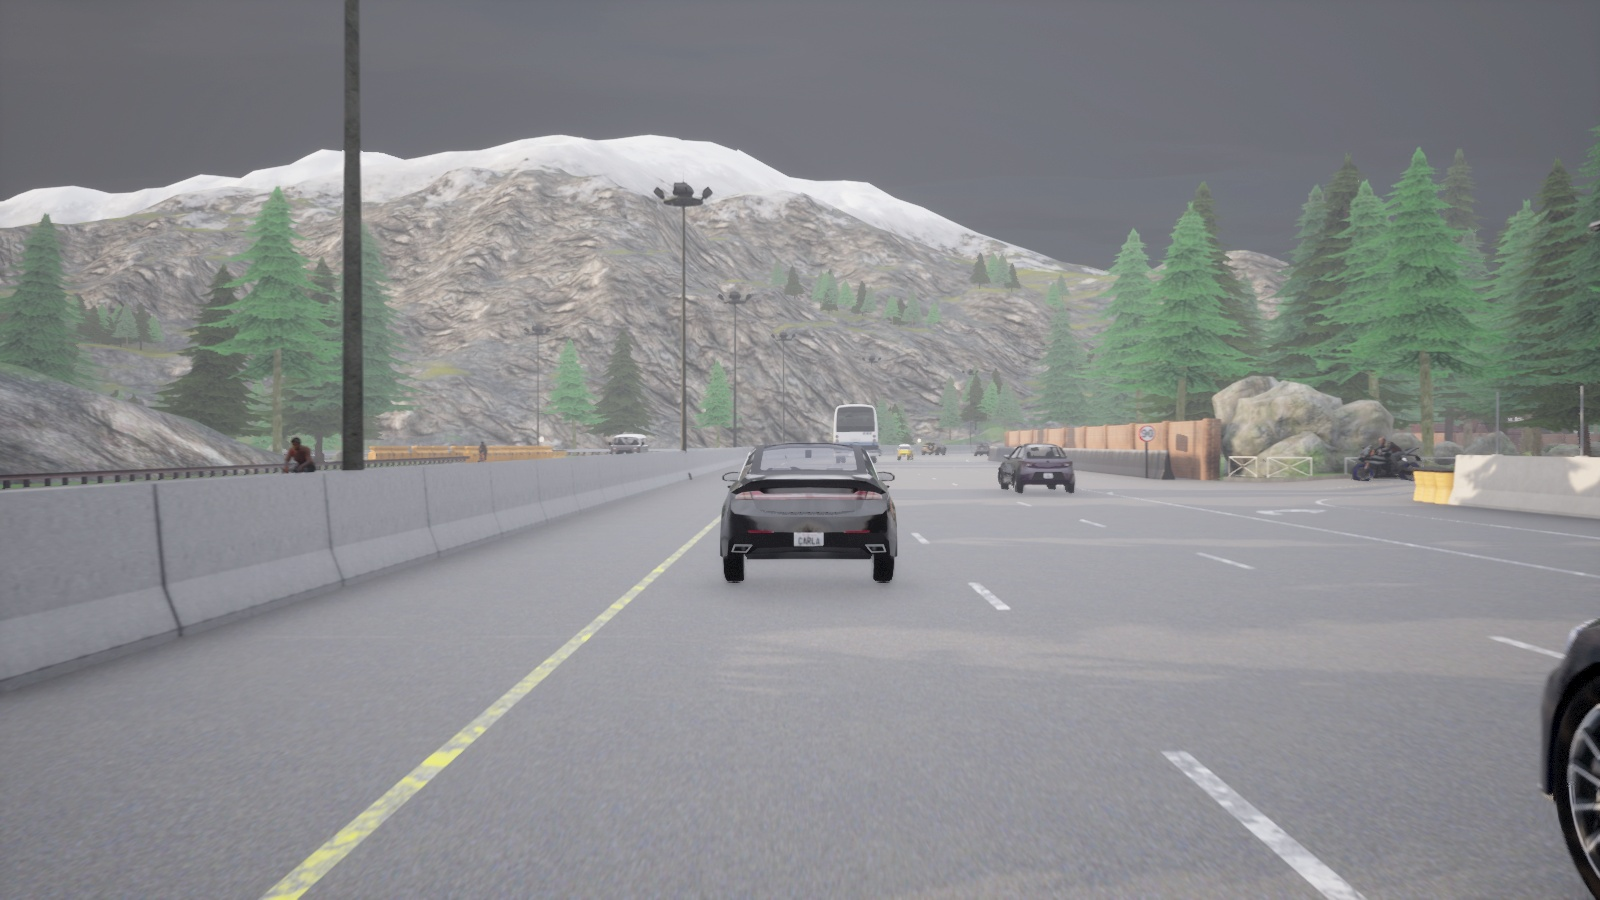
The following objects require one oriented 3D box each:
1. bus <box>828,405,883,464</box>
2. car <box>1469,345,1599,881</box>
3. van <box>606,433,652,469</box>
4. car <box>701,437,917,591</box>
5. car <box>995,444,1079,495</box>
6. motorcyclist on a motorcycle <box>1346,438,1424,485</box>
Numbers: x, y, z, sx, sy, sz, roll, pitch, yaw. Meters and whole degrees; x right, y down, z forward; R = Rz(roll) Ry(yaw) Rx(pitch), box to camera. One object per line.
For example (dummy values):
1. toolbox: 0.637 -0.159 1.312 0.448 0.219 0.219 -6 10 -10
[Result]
1. bus: 4.288 -1.167 95.948 3.944 4.253 10.273 -1 0 3
2. car: 3.528 0.517 2.101 2.152 1.651 5.027 0 0 0
3. van: -10.063 0.044 74.133 2.069 2.038 4.480 0 0 0
4. car: 0.100 0.619 14.825 2.128 1.511 4.902 0 0 0
5. car: 7.235 0.548 38.666 1.816 1.474 4.193 0 0 0
6. motorcyclist on a motorcycle: 19.380 0.375 41.627 2.191 1.530 0.866 -1 0 1
